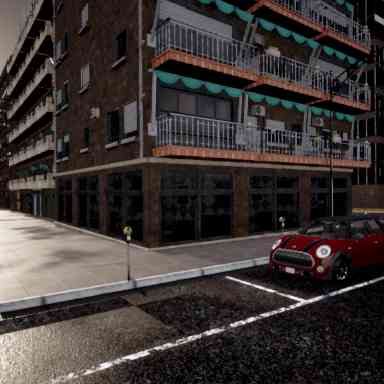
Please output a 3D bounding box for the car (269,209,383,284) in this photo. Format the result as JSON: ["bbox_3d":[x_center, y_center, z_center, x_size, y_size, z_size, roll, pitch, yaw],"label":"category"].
[{"bbox_3d":[4.078,1.439,9.500,4.097,1.590,1.967,0,-1,-36],"label":"car"}]
